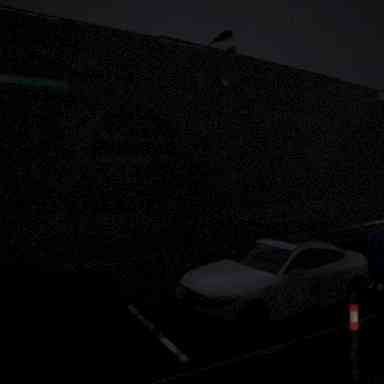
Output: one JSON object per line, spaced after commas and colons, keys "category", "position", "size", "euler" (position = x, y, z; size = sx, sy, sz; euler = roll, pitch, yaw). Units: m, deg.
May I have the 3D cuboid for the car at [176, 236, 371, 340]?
{"category": "car", "position": [1.923, 1.741, 7.123], "size": [4.674, 1.452, 2.002], "euler": [0, 2, -31]}

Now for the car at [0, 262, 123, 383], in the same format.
{"category": "car", "position": [-3.396, 1.693, 4.048], "size": [5.008, 1.535, 2.097], "euler": [0, -1, -25]}
